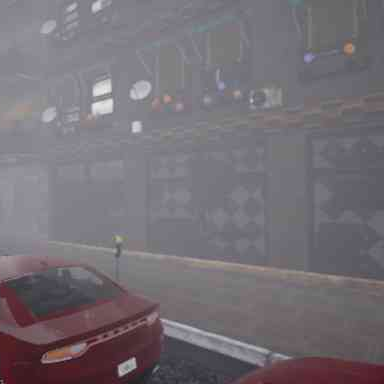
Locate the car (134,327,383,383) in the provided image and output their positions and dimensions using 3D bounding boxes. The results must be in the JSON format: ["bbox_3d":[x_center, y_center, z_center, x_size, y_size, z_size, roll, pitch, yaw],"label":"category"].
[{"bbox_3d":[2.071,1.552,1.266,4.507,1.381,1.887,0,-1,36],"label":"car"}]

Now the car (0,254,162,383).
[{"bbox_3d":[-2.431,1.518,4.476,4.507,1.381,1.887,0,-1,36],"label":"car"}]
